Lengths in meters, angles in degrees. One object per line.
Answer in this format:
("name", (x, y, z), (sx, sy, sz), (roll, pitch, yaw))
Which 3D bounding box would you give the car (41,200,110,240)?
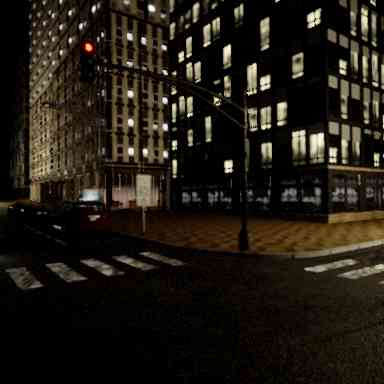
("car", (-5.902, 1.335, 17.119), (2.192, 1.841, 5.009), (1, -1, -36))

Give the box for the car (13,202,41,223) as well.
("car", (-12.418, 1.603, 26.100), (1.947, 1.339, 4.313), (1, -1, -36))

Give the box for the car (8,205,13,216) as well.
("car", (-15.674, 1.610, 30.592), (1.947, 1.339, 4.313), (1, -1, -36))
